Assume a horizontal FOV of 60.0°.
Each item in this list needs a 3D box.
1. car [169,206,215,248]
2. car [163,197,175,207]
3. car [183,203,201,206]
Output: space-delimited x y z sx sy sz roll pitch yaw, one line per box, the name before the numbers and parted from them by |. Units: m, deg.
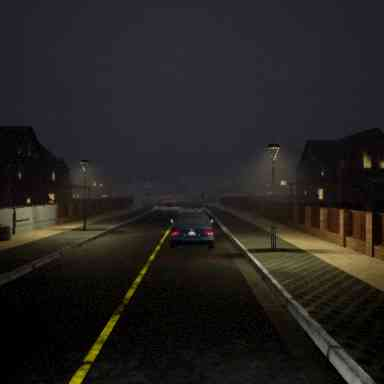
car | 0.000 1.569 14.653 2.033 1.411 5.357 0 0 0
car | -3.831 1.616 54.482 1.882 1.535 5.008 0 0 -6
car | -0.001 1.645 29.686 1.895 1.301 4.718 0 0 0
